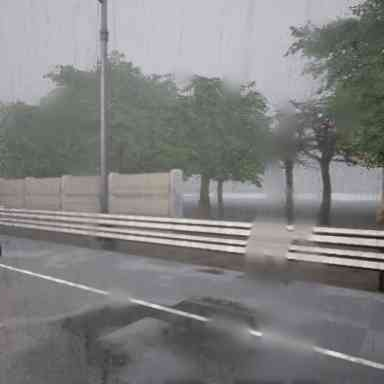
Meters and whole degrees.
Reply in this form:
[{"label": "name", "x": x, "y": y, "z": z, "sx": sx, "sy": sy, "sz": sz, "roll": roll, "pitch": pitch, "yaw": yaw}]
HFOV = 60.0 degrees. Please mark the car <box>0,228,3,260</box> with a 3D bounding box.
[{"label": "car", "x": -7.525, "y": 1.221, "z": 9.377, "sx": 5.566, "sy": 2.045, "sz": 2.150, "roll": 0, "pitch": 0, "yaw": 36}]
